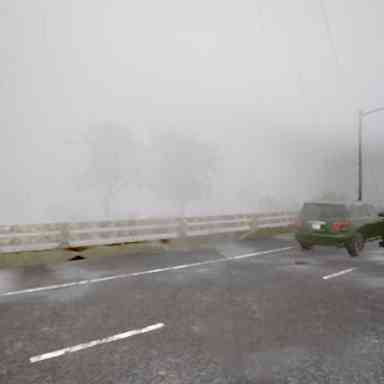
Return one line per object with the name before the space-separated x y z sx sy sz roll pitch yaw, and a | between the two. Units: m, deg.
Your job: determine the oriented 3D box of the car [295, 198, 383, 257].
car | 6.461 1.370 13.935 5.566 2.045 2.150 0 0 -43
